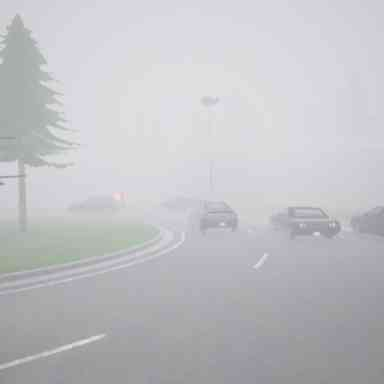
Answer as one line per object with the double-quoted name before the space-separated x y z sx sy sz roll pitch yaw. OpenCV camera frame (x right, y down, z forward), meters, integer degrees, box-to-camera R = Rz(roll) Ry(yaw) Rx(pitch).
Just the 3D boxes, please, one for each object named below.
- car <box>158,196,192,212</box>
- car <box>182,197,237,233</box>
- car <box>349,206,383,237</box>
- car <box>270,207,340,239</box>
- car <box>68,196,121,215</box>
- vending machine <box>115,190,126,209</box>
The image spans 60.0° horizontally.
"car" -0.992 1.151 31.697 4.892 1.490 1.837 -1 -1 32
"car" 1.016 1.267 17.980 2.128 1.511 4.902 -1 1 -9
"car" 8.448 1.255 13.786 2.033 1.411 5.357 -1 1 4
"car" 5.011 1.342 15.553 1.895 1.301 4.718 -1 1 0
"car" -8.948 1.138 30.477 4.553 1.767 2.097 -1 1 6
"vending machine" -8.179 0.880 38.083 0.880 2.100 1.100 -1 1 4
